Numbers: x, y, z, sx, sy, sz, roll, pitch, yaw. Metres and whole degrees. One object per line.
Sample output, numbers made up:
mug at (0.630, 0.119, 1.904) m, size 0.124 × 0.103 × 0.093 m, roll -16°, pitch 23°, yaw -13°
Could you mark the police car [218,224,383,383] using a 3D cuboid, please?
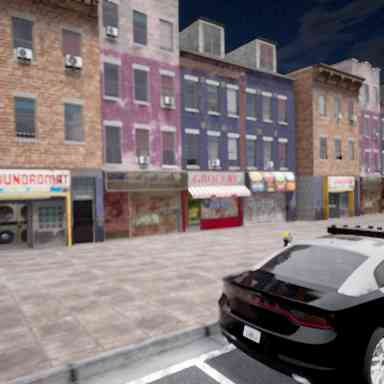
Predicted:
police car at (2.777, 1.356, 5.241) m, size 5.238 × 1.638 × 1.930 m, roll -1°, pitch 1°, yaw -35°
